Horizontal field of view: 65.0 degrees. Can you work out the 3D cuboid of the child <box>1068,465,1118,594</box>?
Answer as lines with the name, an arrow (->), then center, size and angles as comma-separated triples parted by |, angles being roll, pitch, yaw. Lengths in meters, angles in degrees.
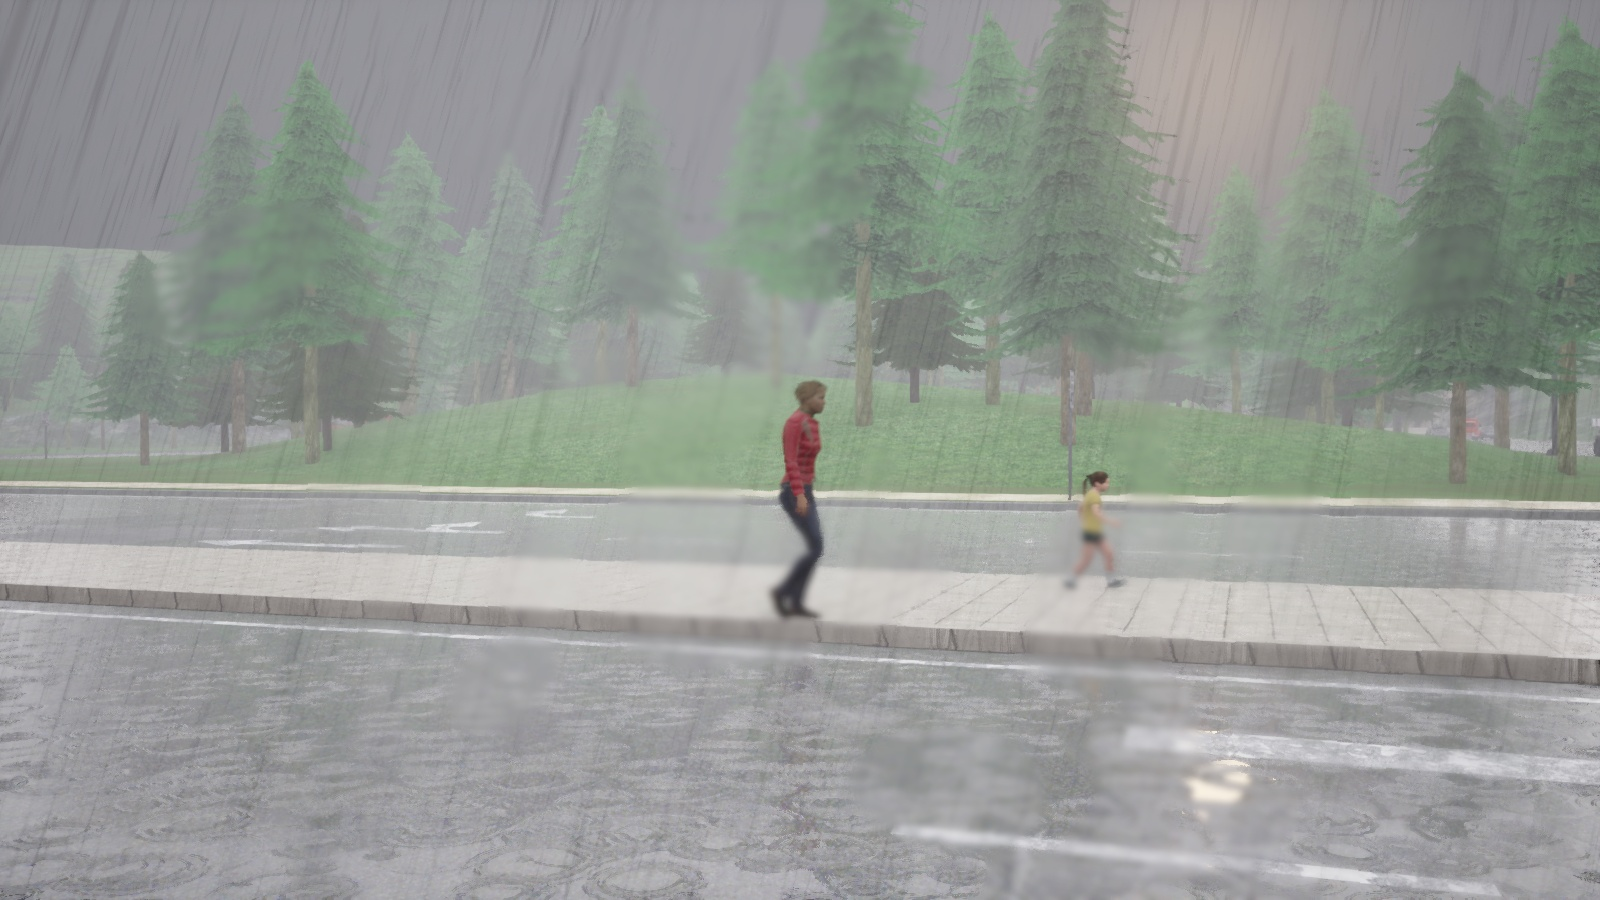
child -> 2.584, 0.696, 11.073 | 0.394, 1.110, 0.255 | 1, 1, 18

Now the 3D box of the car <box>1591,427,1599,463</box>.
car -> 42.163, -0.225, 64.129 | 1.932, 1.855, 4.605 | 1, 1, 19

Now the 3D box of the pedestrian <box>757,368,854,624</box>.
pedestrian -> 0.043, 0.327, 9.299 | 0.636, 1.846, 0.331 | 1, 1, 19
